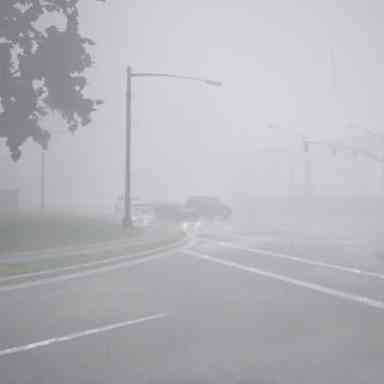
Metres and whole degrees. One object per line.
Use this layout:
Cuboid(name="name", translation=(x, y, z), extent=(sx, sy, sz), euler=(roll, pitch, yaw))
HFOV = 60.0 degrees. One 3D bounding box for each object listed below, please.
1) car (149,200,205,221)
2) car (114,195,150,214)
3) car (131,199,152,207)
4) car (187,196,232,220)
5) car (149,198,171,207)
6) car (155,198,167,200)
Cuboid(name="car", translation=(-1.452, 1.728, 29.637), extent=(2.033, 1.411, 5.357), euler=(1, 0, -34))
Cuboid(name="car", translation=(-7.044, 1.409, 38.013), extent=(2.150, 2.045, 5.566), euler=(1, 0, -34))
Cuboid(name="car", translation=(-9.105, 1.916, 60.099), extent=(1.895, 1.301, 4.718), euler=(1, 0, -34))
Cuboid(name="car", translation=(1.430, 1.440, 31.625), extent=(2.150, 2.045, 5.566), euler=(1, 0, -34))
Cuboid(name="car", translation=(-5.922, 1.830, 61.640), extent=(1.882, 1.535, 5.008), euler=(1, 0, -34))
Cuboid(name="car", translation=(-3.784, 1.789, 39.423), extent=(1.994, 1.385, 4.181), euler=(1, 0, -34))
